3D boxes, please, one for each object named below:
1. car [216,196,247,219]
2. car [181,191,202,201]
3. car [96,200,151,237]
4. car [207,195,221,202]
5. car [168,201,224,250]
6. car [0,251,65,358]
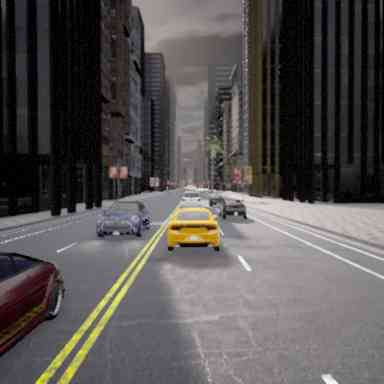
[{"bbox_3d":[3.218,1.307,26.700,1.837,1.490,4.892,0,1,0],"label":"car"},{"bbox_3d":[-0.037,0.951,36.677,2.150,2.045,5.566,0,1,0],"label":"car"},{"bbox_3d":[-3.392,1.251,17.143,2.097,1.767,4.553,0,0,0],"label":"car"},{"bbox_3d":[3.165,1.154,44.002,1.837,1.490,4.892,0,1,0],"label":"car"},{"bbox_3d":[0.054,1.385,13.819,1.882,1.535,5.008,0,1,0],"label":"car"},{"bbox_3d":[-3.349,1.547,4.470,1.994,1.385,4.181,0,0,1],"label":"car"}]
